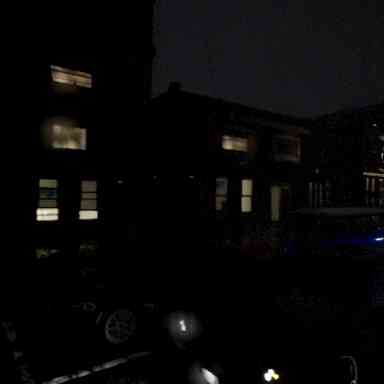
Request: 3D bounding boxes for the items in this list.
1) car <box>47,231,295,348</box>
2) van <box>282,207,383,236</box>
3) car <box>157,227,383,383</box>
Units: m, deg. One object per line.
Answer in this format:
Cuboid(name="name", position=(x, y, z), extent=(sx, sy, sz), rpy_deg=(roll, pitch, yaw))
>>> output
Cuboid(name="car", position=(-0.313, 1.547, 6.321), extent=(4.507, 1.381, 1.887), rpy_deg=(0, 1, -35))
Cuboid(name="van", position=(4.320, 1.348, 9.621), extent=(3.998, 1.788, 1.690), rpy_deg=(0, 1, -35))
Cuboid(name="car", position=(2.345, 1.551, 5.037), extent=(5.357, 1.411, 2.033), rpy_deg=(0, 0, -36))
